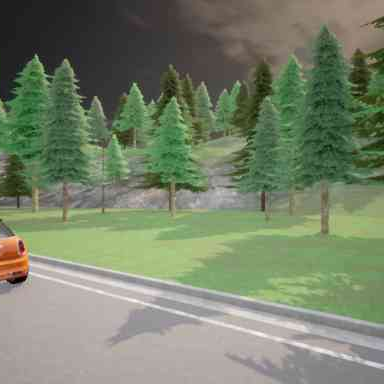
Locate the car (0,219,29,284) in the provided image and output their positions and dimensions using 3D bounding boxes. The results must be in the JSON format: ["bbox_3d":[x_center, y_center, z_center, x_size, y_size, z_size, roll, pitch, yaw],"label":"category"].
[{"bbox_3d":[-6.136,1.352,8.342,4.553,1.767,2.097,0,0,35],"label":"car"}]
